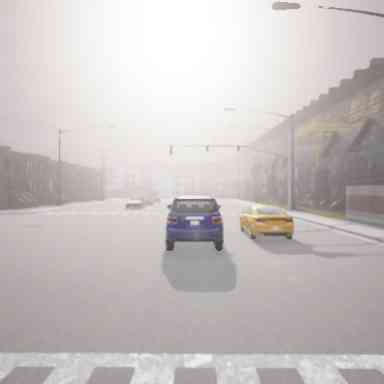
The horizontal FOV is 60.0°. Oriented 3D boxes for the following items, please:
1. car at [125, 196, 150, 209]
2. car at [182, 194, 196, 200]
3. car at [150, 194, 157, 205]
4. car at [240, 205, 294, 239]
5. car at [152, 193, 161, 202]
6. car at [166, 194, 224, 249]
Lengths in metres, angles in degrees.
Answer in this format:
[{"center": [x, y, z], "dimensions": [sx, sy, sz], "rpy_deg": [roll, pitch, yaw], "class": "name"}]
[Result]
[{"center": [-7.080, 1.331, 42.130], "dimensions": [2.033, 1.411, 5.357], "rpy_deg": [0, 0, 0], "class": "car"}, {"center": [-0.794, 1.128, 80.101], "dimensions": [2.033, 1.411, 5.357], "rpy_deg": [0, 0, -14], "class": "car"}, {"center": [-7.021, 1.335, 51.750], "dimensions": [1.895, 1.301, 4.718], "rpy_deg": [0, 0, 1], "class": "car"}, {"center": [3.598, 1.391, 16.714], "dimensions": [1.882, 1.535, 5.008], "rpy_deg": [0, 0, 0], "class": "car"}, {"center": [-7.009, 1.033, 62.060], "dimensions": [2.097, 1.767, 4.553], "rpy_deg": [0, 0, 0], "class": "car"}, {"center": [0.096, 1.148, 14.220], "dimensions": [2.150, 2.045, 5.566], "rpy_deg": [0, 0, 0], "class": "car"}]
